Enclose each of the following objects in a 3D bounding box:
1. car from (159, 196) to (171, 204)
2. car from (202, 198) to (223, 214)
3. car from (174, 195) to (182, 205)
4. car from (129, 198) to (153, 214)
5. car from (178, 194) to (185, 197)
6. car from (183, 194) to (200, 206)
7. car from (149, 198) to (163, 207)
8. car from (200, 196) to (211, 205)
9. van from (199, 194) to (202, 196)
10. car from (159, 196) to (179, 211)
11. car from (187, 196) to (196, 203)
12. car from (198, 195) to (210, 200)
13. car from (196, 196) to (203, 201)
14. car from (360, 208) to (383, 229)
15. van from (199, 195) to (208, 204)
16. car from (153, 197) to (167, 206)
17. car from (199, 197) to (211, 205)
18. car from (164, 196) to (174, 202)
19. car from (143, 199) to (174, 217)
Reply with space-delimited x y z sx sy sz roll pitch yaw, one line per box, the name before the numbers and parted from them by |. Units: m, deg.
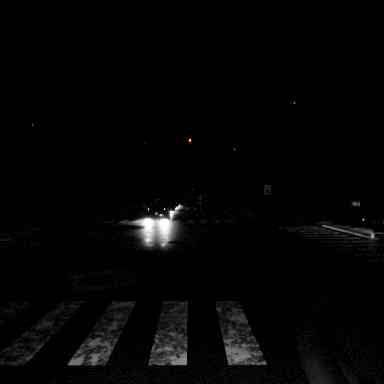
car | -5.578 1.551 69.207 1.967 1.590 4.097 0 0 0
car | 2.373 1.605 36.124 1.947 1.339 4.313 0 0 0
car | -3.075 1.632 51.962 1.994 1.385 4.181 0 0 0
car | -5.652 1.480 36.143 1.967 1.590 4.097 0 0 0
car | -3.009 1.583 62.043 2.128 1.511 4.902 0 0 1
car | -0.120 1.570 56.518 2.128 1.511 4.902 0 0 0
car | -5.615 1.652 52.675 1.802 1.307 4.206 0 0 0
car | 2.397 1.640 47.147 1.802 1.307 4.206 0 0 0
van | 2.422 1.423 58.168 1.690 1.788 3.998 0 0 0
car | -3.097 1.613 41.978 1.994 1.385 4.181 0 0 1
car | -0.171 1.678 74.051 1.994 1.385 4.181 0 0 0
car | 2.410 1.636 52.657 1.947 1.339 4.313 0 0 0
car | 2.084 1.696 90.093 1.812 1.442 4.674 0 0 0
car | 13.042 1.457 20.633 4.892 1.490 1.837 0 0 0
van | 2.447 1.452 69.189 1.690 1.788 3.998 0 0 0
car | -5.603 1.633 58.186 2.008 1.369 4.403 0 0 0
car | 2.435 1.646 63.678 2.008 1.369 4.403 0 0 0
car | -5.553 1.693 80.228 2.008 1.369 4.403 0 0 0
car | -3.143 1.634 32.022 1.895 1.301 4.718 0 0 1
